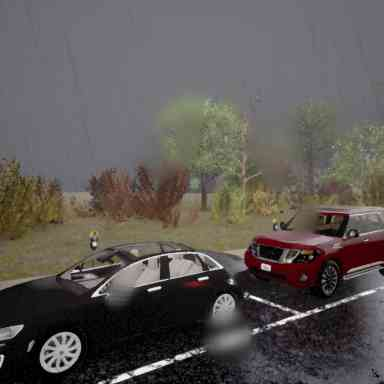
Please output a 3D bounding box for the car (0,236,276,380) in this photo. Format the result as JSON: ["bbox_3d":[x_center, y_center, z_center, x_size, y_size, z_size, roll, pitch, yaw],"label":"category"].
[{"bbox_3d":[-0.952,1.551,5.406,4.403,1.369,2.008,0,1,-35],"label":"car"}]

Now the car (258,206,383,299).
[{"bbox_3d":[3.657,1.317,8.679,5.009,1.841,2.192,0,1,-35],"label":"car"}]
